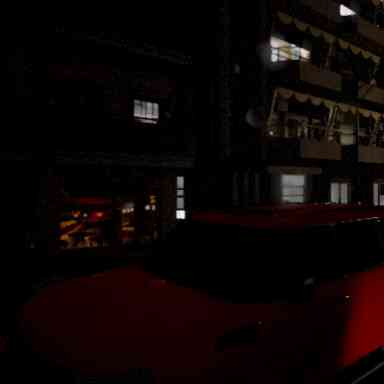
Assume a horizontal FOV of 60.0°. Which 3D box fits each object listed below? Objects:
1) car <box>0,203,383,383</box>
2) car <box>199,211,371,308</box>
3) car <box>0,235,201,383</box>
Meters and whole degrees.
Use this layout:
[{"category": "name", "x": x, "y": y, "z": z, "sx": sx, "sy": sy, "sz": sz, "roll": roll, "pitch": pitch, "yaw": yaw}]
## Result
[{"category": "car", "x": 0.861, "y": 1.202, "z": 3.992, "sx": 5.566, "sy": 2.045, "sz": 2.150, "roll": 0, "pitch": 0, "yaw": -36}, {"category": "car", "x": 2.414, "y": 1.392, "z": 8.286, "sx": 4.097, "sy": 1.590, "sz": 1.967, "roll": -1, "pitch": 0, "yaw": -35}, {"category": "car", "x": -2.085, "y": 1.574, "z": 5.078, "sx": 4.206, "sy": 1.307, "sz": 1.802, "roll": -1, "pitch": 0, "yaw": -35}]
